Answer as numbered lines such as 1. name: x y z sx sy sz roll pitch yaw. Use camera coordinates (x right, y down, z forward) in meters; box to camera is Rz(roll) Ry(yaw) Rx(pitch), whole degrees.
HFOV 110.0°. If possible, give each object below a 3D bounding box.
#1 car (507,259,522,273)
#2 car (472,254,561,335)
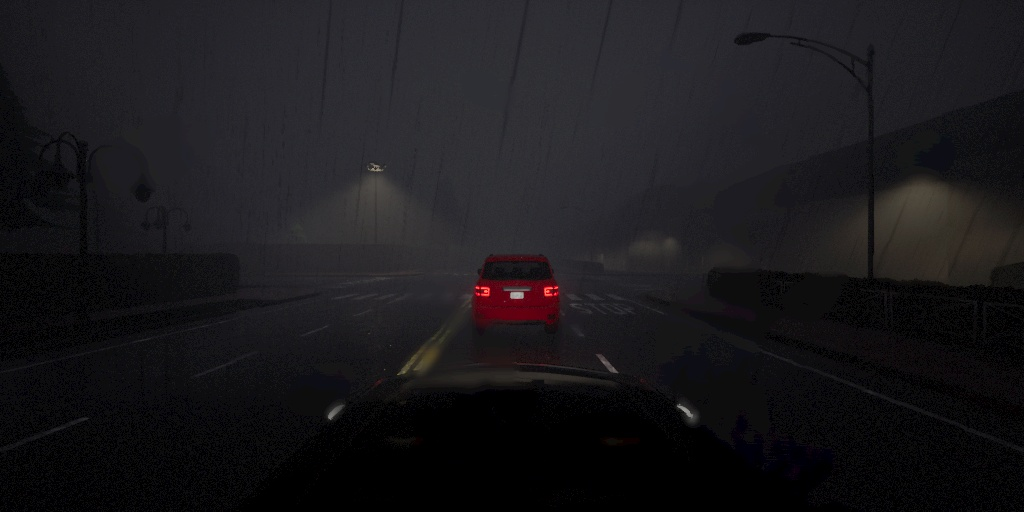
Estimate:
1. car: 0.325 1.228 45.534 1.882 1.535 5.008 0 0 1
2. car: 0.115 0.971 10.677 2.150 2.045 5.566 0 0 0
